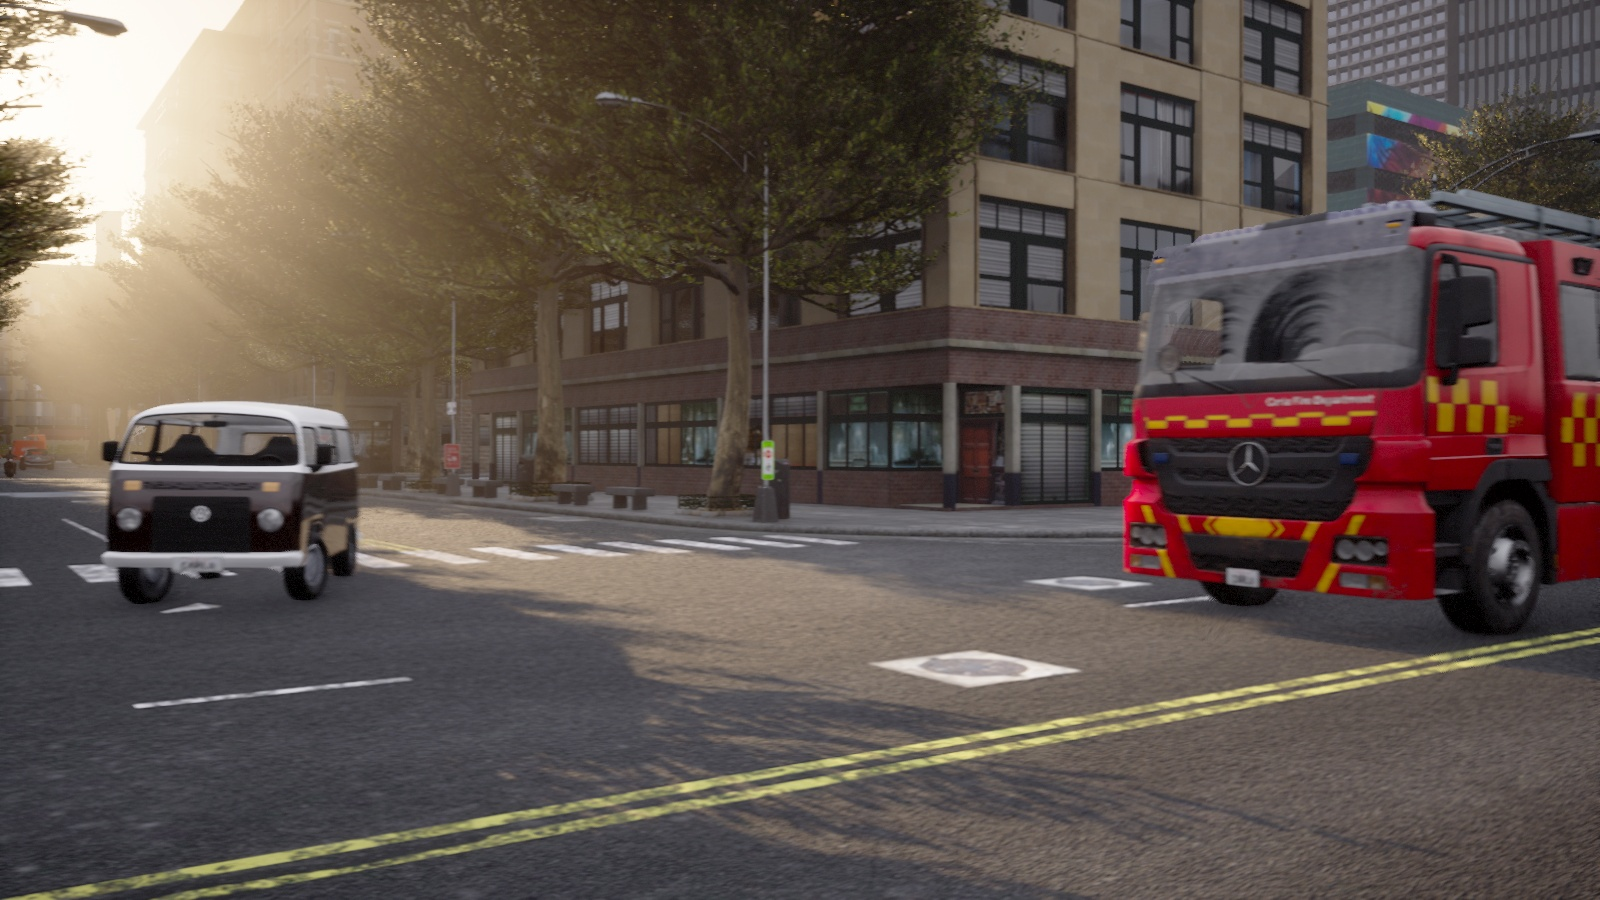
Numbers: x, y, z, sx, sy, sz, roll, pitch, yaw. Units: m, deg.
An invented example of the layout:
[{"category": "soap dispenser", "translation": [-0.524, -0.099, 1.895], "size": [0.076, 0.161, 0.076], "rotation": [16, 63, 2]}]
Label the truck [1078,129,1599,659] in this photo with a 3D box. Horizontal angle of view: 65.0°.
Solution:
[{"category": "truck", "translation": [6.837, -0.403, 12.680], "size": [8.468, 3.827, 2.891], "rotation": [0, 0, -35]}]

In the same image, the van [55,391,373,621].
[{"category": "van", "translation": [-6.001, 0.514, 13.511], "size": [2.069, 2.038, 4.480], "rotation": [1, 0, -11]}]
